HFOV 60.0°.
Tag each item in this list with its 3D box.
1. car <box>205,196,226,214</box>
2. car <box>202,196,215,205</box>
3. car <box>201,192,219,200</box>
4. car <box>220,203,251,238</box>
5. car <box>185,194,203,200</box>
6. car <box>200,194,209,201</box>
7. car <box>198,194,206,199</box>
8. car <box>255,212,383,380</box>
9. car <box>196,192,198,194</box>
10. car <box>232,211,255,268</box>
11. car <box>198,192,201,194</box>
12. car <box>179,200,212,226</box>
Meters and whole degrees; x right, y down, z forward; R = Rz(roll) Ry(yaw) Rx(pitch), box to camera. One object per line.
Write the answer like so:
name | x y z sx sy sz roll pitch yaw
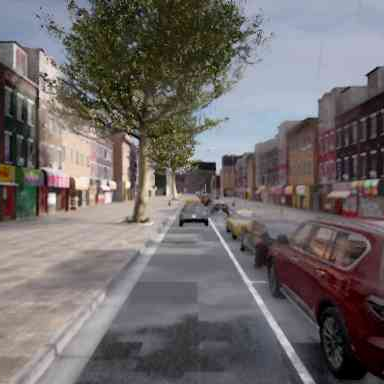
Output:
car | 2.657 1.434 33.096 2.008 1.369 4.403 1 0 0
car | 2.664 1.343 55.259 1.947 1.339 4.313 1 0 0
car | 2.664 1.146 44.176 2.192 1.841 5.009 1 0 0
car | 2.652 1.474 16.641 1.752 1.417 4.829 1 0 0
car | 0.113 1.322 41.434 1.882 1.535 5.008 0 0 0
car | 2.670 1.241 71.882 1.887 1.381 4.507 1 0 0
car | 2.675 1.159 88.505 1.887 1.381 4.507 1 0 0
car | 2.650 1.299 5.388 2.192 1.841 5.009 1 0 0
car | 2.675 0.984 77.422 2.192 1.841 5.009 1 0 0
car | 2.649 1.533 10.930 1.947 1.339 4.313 1 0 0
car | 2.669 1.066 60.799 2.192 1.841 5.009 1 0 0
car | 0.111 1.489 22.949 1.994 1.385 4.181 0 0 0
